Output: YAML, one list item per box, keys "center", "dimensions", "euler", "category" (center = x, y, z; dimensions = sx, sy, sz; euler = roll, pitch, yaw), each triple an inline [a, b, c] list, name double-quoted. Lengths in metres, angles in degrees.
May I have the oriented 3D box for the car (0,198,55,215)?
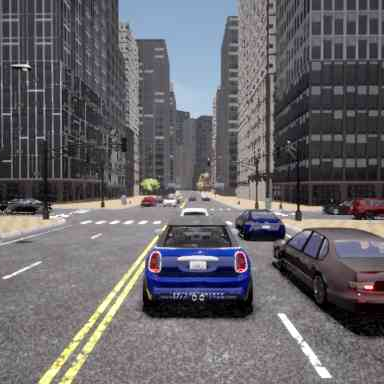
- center: [-15.812, 1.365, 32.062]
  dimensions: [4.902, 1.511, 2.128]
  euler: [0, 1, -1]
  category: "car"

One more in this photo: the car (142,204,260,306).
- center: [0.113, 1.348, 8.158]
  dimensions: [2.097, 1.767, 4.553]
  euler: [0, 0, 0]
  category: "car"

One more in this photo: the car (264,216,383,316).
- center: [3.362, 1.543, 7.817]
  dimensions: [2.033, 1.411, 5.357]
  euler: [0, 0, 0]
  category: "car"

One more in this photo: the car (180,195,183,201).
- center: [-3.211, 1.495, 62.311]
  dimensions: [2.033, 1.411, 5.357]
  euler: [0, 0, 1]
  category: "car"

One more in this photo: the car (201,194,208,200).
- center: [3.395, 1.263, 90.034]
  dimensions: [1.812, 1.442, 4.674]
  euler: [0, 0, 0]
  category: "car"

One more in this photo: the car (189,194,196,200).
- center: [0.144, 1.263, 90.040]
  dimensions: [1.812, 1.442, 4.674]
  euler: [0, 0, 0]
  category: "car"

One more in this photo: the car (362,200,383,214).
- center: [21.869, 1.641, 37.084]
  dimensions: [4.829, 1.417, 1.752]
  euler: [1, 0, 1]
  category: "car"

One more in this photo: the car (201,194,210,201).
- center: [3.379, 1.510, 80.062]
  dimensions: [1.895, 1.301, 4.718]
  euler: [0, 0, 0]
  category: "car"

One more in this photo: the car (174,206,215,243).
- center: [0.127, 1.516, 17.015]
  dimensions: [1.812, 1.442, 4.674]
  euler: [0, 0, 0]
  category: "car"

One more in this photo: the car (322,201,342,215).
- center: [16.061, 1.610, 34.604]
  dimensions: [4.892, 1.490, 1.837]
  euler: [0, 1, 0]
  category: "car"

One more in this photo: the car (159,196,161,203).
- center: [-6.440, 1.493, 64.078]
  dimensions: [2.033, 1.411, 5.357]
  euler: [0, 0, 1]
  category: "car"

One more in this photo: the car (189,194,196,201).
- center: [0.128, 1.455, 79.623]
  dimensions: [2.033, 1.411, 5.357]
  euler: [0, 0, 0]
  category: "car"

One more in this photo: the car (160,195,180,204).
- center: [-3.262, 1.488, 49.802]
  dimensions: [1.812, 1.442, 4.674]
  euler: [0, 0, 0]
  category: "car"

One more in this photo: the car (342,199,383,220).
- center: [16.247, 1.518, 28.807]
  dimensions: [5.009, 1.841, 2.192]
  euler: [1, 0, 1]
  category: "car"

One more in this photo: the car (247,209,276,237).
- center: [3.376, 1.554, 17.057]
  dimensions: [1.994, 1.385, 4.181]
  euler: [0, 0, 0]
  category: "car"

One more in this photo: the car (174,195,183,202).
- center: [-3.125, 1.404, 77.910]
  dimensions: [1.882, 1.535, 5.008]
  euler: [0, 0, 0]
  category: "car"

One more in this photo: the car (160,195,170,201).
- center: [-6.374, 1.402, 79.031]
  dimensions: [1.882, 1.535, 5.008]
  euler: [0, 0, 0]
  category: "car"

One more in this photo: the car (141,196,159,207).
- center: [-6.511, 1.440, 50.051]
  dimensions: [1.882, 1.535, 5.008]
  euler: [0, 0, 0]
  category: "car"
